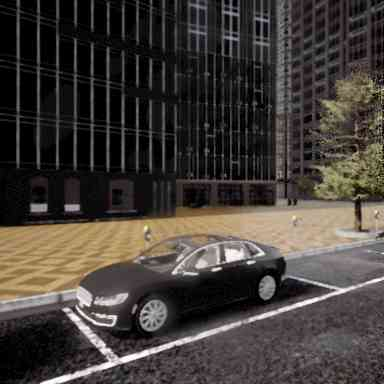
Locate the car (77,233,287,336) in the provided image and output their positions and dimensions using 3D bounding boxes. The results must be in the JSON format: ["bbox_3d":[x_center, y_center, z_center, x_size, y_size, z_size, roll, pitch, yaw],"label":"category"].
[{"bbox_3d":[0.023,1.550,6.574,4.403,1.369,2.008,0,0,-36],"label":"car"}]
